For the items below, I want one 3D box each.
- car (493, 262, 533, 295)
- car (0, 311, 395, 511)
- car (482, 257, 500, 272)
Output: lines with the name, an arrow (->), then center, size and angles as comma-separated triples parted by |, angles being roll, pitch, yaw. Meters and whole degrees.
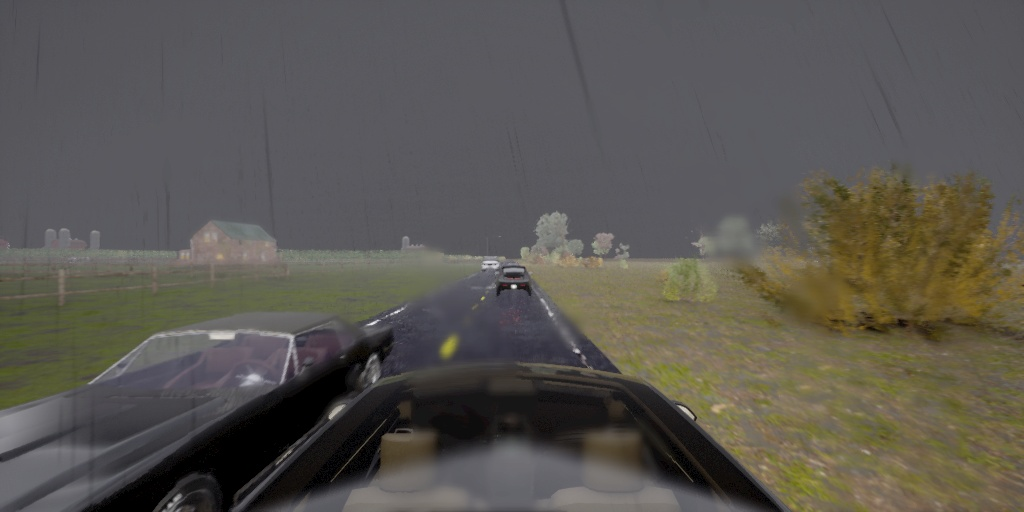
car -> 0.094, 1.275, 20.096 | 1.837, 1.490, 4.892 | 0, 0, 0
car -> -2.852, 1.351, 3.666 | 1.895, 1.301, 4.718 | 0, 0, 0
car -> -2.837, 1.092, 48.594 | 2.150, 2.045, 5.566 | 0, -1, 0
